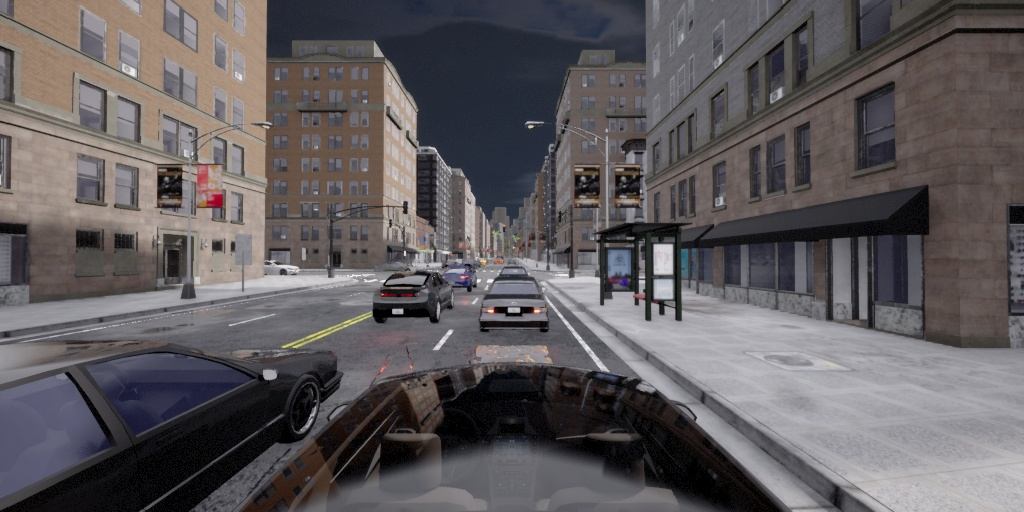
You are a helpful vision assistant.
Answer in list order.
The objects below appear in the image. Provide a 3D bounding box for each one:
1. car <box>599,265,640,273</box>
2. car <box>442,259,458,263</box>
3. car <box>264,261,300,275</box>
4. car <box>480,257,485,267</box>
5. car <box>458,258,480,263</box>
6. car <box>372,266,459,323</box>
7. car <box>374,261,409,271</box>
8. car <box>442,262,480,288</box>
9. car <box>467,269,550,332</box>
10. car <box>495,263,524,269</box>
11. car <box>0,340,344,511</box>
[{"bbox_3d":[13.126,1.385,43.908,4.892,1.490,1.837,0,-1,0],"label":"car"},{"bbox_3d":[-9.804,1.273,56.890,1.837,1.490,4.892,0,0,3],"label":"car"},{"bbox_3d":[-22.622,1.155,33.836,4.674,1.442,1.812,0,-1,-1],"label":"car"},{"bbox_3d":[-6.557,1.260,64.339,2.128,1.511,4.902,0,0,0],"label":"car"},{"bbox_3d":[-6.590,1.121,55.199,2.097,1.767,4.553,0,0,0],"label":"car"},{"bbox_3d":[-3.138,1.258,12.142,1.837,1.490,4.892,0,0,-1],"label":"car"},{"bbox_3d":[-14.630,1.353,43.799,4.181,1.385,1.994,0,-1,0],"label":"car"},{"bbox_3d":[-3.152,1.282,21.181,1.812,1.442,4.674,0,0,0],"label":"car"},{"bbox_3d":[0.081,1.300,10.803,2.033,1.411,5.357,0,0,1],"label":"car"},{"bbox_3d":[0.090,1.304,20.860,2.033,1.411,5.357,0,0,0],"label":"car"},{"bbox_3d":[-3.149,1.298,2.268,2.033,1.411,5.357,0,0,0],"label":"car"}]
